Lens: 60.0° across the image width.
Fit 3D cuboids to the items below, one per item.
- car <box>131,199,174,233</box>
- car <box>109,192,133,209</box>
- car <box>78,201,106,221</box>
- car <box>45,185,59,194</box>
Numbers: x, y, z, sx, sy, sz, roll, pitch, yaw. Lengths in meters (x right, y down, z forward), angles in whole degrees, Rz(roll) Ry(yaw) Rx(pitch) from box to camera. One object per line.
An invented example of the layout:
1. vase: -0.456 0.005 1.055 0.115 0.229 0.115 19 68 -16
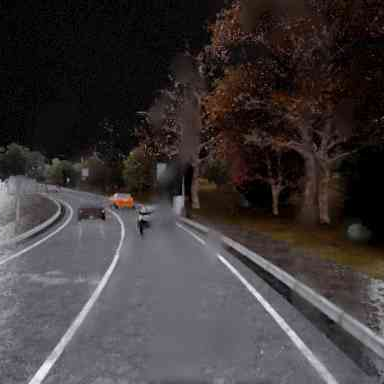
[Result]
1. car: -2.179 1.386 18.898 2.128 1.511 4.902 1 1 -12
2. car: -7.687 0.818 36.174 2.097 1.767 4.553 1 1 -23
3. car: -7.365 1.336 24.528 1.895 1.301 4.718 1 1 -17
4. car: -25.458 -0.521 60.569 1.837 1.490 4.892 2 2 -32
